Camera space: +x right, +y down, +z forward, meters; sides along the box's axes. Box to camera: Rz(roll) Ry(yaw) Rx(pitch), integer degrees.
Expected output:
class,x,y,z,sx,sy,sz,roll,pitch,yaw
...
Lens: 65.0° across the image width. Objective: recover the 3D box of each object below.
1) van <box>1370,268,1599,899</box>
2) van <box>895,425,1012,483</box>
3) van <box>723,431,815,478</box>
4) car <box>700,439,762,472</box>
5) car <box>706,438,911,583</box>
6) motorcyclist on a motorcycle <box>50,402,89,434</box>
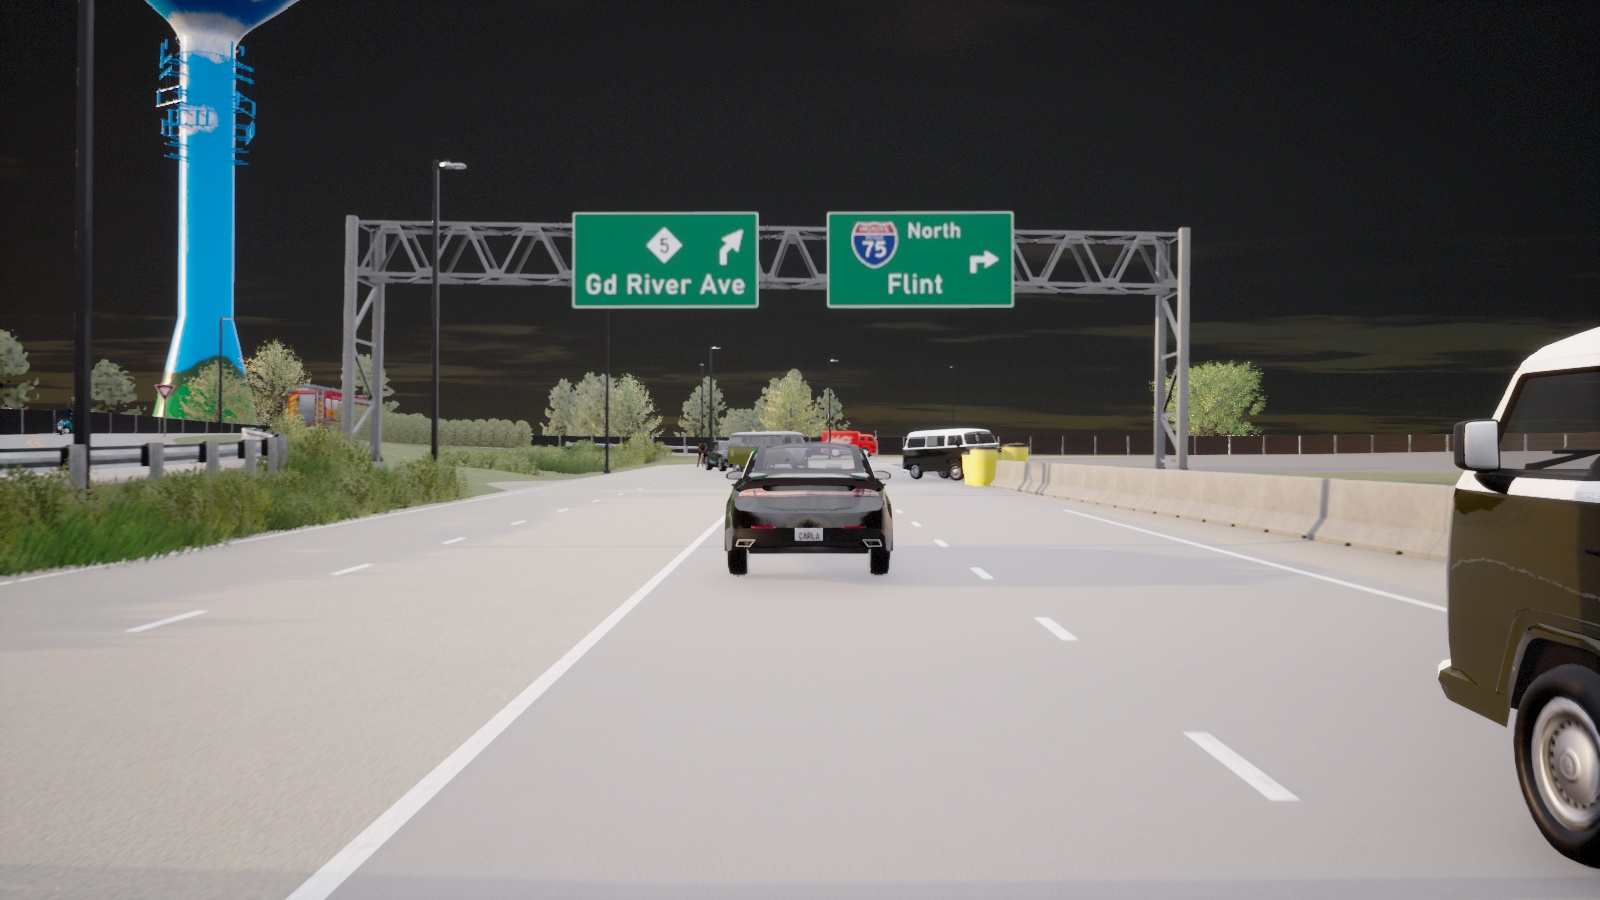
class,x,y,z,sx,sy,sz,roll,pitch,yaw
van,3.535,0.455,3.277,2.069,2.038,4.480,0,0,0
van,6.029,0.181,49.731,2.069,2.038,4.480,-3,0,-34
van,-1.429,0.161,55.782,1.775,1.987,4.442,0,1,-38
car,-3.669,0.269,65.631,2.033,1.649,4.856,0,0,-18
car,0.105,0.615,15.515,2.128,1.511,4.902,0,0,0
motorcyclist on a motorcycle,-36.039,-1.573,61.953,0.866,1.590,1.817,0,1,-1
